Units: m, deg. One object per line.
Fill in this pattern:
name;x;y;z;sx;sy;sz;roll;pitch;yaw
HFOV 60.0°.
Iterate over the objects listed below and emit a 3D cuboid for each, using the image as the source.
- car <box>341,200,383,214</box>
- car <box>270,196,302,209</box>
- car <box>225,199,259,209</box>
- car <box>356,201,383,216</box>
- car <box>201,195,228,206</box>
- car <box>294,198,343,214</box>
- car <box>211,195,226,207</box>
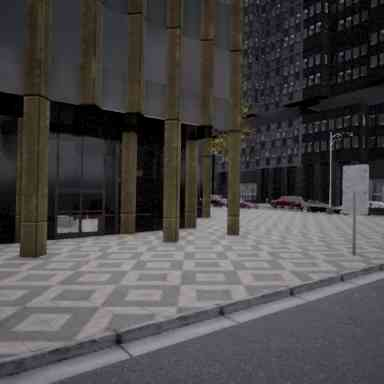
car;20.026;1.709;38.707;2.008;1.369;4.403;1;-1;-35
car;13.648;1.488;47.701;2.192;1.841;5.009;1;-1;-35
car;6.698;1.571;42.758;1.802;1.307;4.206;1;-1;-35
car;16.271;1.518;29.271;2.008;1.369;4.403;1;-1;-35
car;4.076;1.513;61.187;2.192;1.841;5.009;1;-1;-35
car;13.080;1.540;33.767;1.947;1.339;4.313;1;-1;-35
car;3.511;1.313;47.257;2.192;1.841;5.009;1;-1;-35
